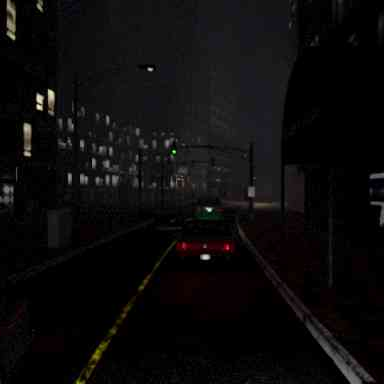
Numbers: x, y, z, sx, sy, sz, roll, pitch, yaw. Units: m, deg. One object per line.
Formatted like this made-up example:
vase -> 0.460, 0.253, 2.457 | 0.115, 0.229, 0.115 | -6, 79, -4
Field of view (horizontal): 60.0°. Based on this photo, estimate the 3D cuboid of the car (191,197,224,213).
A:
car -> 1.161, 1.369, 25.729 | 2.150, 2.045, 5.566 | 0, 0, -1

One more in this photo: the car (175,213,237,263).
car -> 0.530, 1.668, 12.176 | 1.895, 1.301, 4.718 | 0, 0, 3

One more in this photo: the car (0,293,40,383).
car -> -2.795, 1.555, 1.725 | 2.033, 1.411, 5.357 | 0, 0, 1

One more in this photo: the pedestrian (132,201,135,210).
pedestrian -> -6.943, 1.563, 39.297 | 0.500, 1.100, 0.500 | 0, 0, 21
